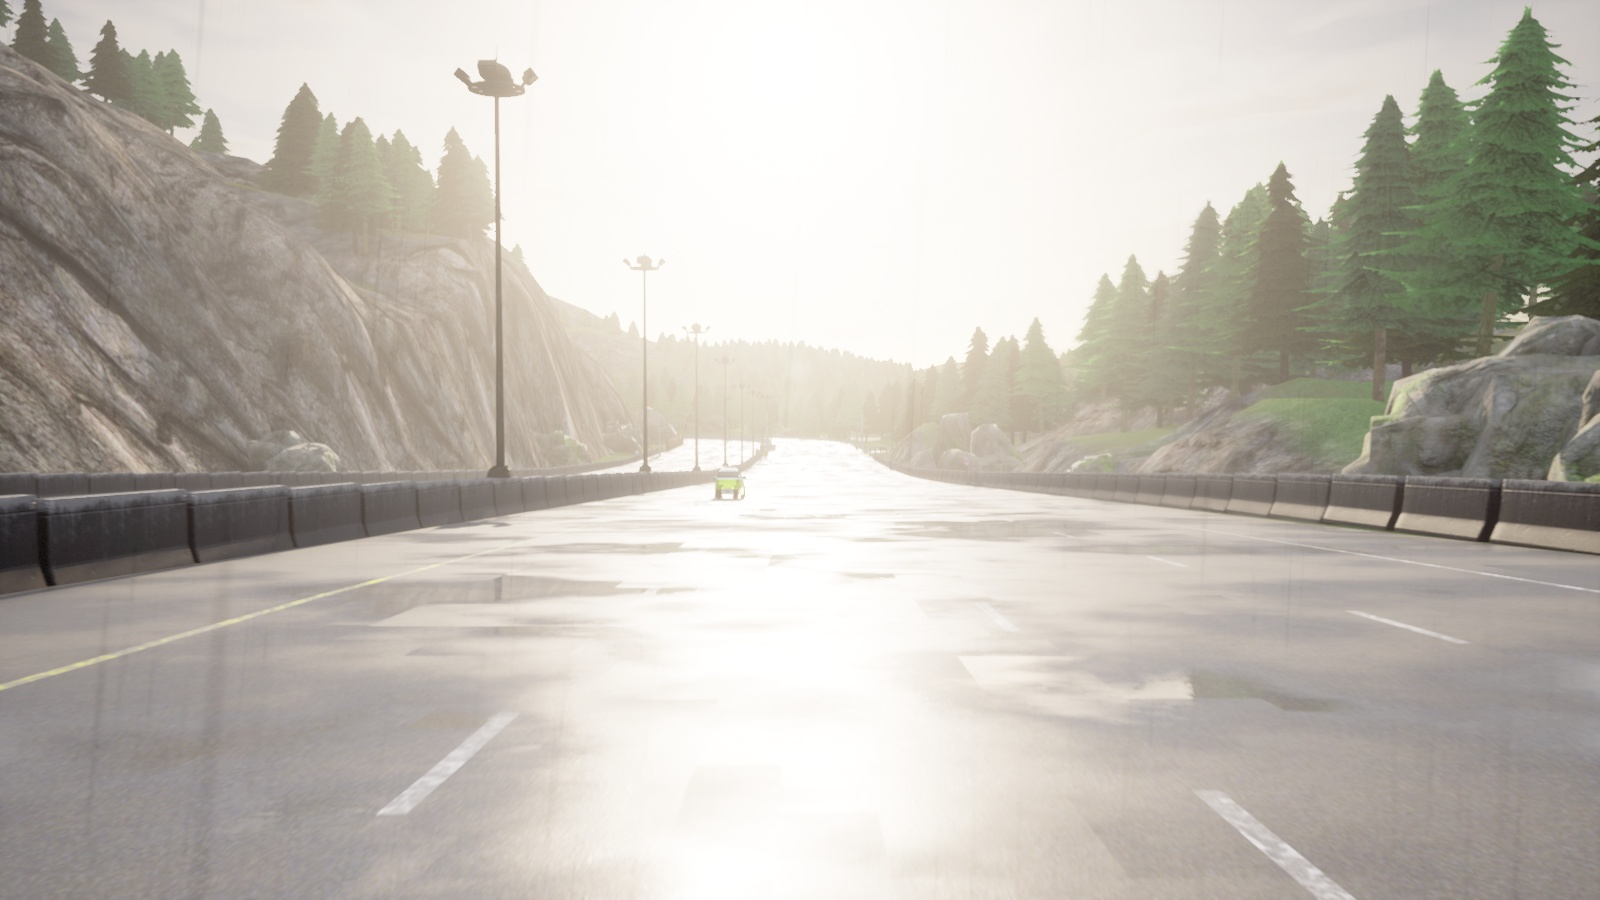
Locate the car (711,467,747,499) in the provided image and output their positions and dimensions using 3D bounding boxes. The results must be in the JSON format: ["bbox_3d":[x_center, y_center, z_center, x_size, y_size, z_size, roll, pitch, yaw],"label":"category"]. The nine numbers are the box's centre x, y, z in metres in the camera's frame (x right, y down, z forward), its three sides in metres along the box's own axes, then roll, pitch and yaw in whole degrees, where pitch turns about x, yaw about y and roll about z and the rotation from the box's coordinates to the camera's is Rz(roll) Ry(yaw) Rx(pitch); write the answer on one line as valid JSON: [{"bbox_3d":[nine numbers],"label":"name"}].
[{"bbox_3d":[-3.175,1.459,56.281,1.481,1.376,2.207,0,-1,0],"label":"car"}]
